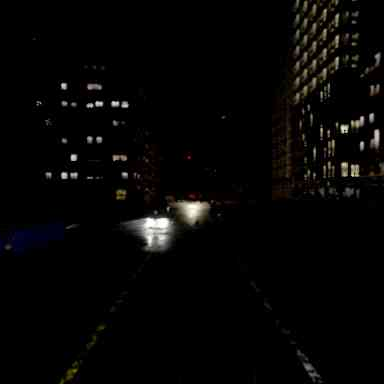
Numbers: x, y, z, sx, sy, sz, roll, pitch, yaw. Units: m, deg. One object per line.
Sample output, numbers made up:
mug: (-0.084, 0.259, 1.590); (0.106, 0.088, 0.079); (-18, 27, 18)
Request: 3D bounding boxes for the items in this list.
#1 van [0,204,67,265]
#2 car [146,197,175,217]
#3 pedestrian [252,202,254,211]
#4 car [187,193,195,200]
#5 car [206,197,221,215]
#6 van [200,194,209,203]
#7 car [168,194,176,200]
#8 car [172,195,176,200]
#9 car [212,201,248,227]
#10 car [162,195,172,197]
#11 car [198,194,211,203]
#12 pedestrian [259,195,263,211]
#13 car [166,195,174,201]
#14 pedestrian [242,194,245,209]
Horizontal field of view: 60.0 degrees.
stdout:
van: (-5.697, 1.333, 11.323); (1.690, 1.788, 3.998); (0, 0, 0)
car: (-3.065, 1.479, 30.740); (2.128, 1.511, 4.902); (0, 0, 0)
pedestrian: (7.125, 1.650, 38.538); (0.500, 1.100, 0.500); (0, 0, 0)
car: (-0.023, 1.169, 90.492); (2.150, 2.045, 5.566); (0, 0, 0)
car: (2.678, 1.511, 34.026); (1.752, 1.417, 4.829); (0, 0, 0)
van: (2.667, 1.345, 71.795); (1.690, 1.788, 3.998); (0, 0, 0)
car: (-5.718, 1.476, 93.900); (1.967, 1.590, 4.097); (0, 0, 0)
car: (-5.714, 1.569, 82.846); (2.008, 1.369, 4.403); (0, 0, 0)
car: (2.681, 1.553, 22.591); (1.947, 1.339, 4.313); (0, 0, 0)
car: (-5.710, 1.550, 66.266); (2.008, 1.369, 4.403); (0, 0, 0)
car: (2.669, 1.314, 66.269); (2.192, 1.841, 5.009); (0, 0, 0)
pedestrian: (8.125, 1.250, 39.137); (0.375, 1.860, 0.375); (0, 0, 0)
car: (-5.716, 1.571, 88.372); (1.887, 1.381, 4.507); (0, 0, 0)
pedestrian: (6.125, 1.128, 39.736); (0.375, 1.860, 0.375); (0, 0, 0)
